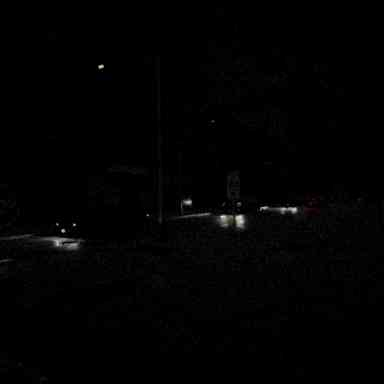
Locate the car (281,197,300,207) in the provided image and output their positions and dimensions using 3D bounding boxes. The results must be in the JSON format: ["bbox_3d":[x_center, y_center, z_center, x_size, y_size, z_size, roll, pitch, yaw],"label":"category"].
[{"bbox_3d":[13.113,1.279,42.825,1.895,1.301,4.718,-2,-1,36],"label":"car"}]

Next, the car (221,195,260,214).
[{"bbox_3d":[4.578,1.087,30.950,2.097,1.767,4.553,-2,-1,36],"label":"car"}]

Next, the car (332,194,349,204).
[{"bbox_3d":[23.257,1.088,52.114,2.128,1.511,4.902,-2,-1,36],"label":"car"}]

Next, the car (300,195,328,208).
[{"bbox_3d":[15.339,1.112,40.980,1.837,1.490,4.892,-2,-2,35],"label":"car"}]

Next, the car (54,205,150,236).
[{"bbox_3d":[-4.612,1.435,18.026,2.033,1.411,5.357,-2,0,35],"label":"car"}]
